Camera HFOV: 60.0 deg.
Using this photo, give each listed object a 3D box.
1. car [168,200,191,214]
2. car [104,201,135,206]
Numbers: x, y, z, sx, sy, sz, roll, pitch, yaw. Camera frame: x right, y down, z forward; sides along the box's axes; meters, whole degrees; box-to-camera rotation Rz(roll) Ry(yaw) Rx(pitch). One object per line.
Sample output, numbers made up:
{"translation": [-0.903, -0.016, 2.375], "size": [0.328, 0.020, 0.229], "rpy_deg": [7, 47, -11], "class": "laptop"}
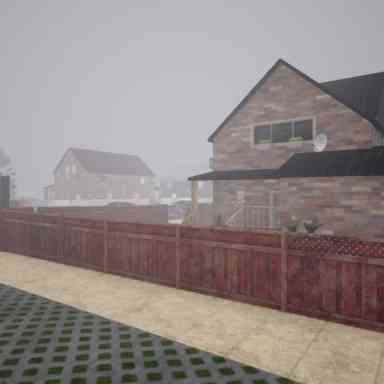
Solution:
{"translation": [-1.115, 1.707, 39.150], "size": [1.837, 1.490, 4.892], "rpy_deg": [0, 0, 36], "class": "car"}
{"translation": [-7.007, 1.644, 30.905], "size": [1.837, 1.490, 4.892], "rpy_deg": [0, 0, 35], "class": "car"}
